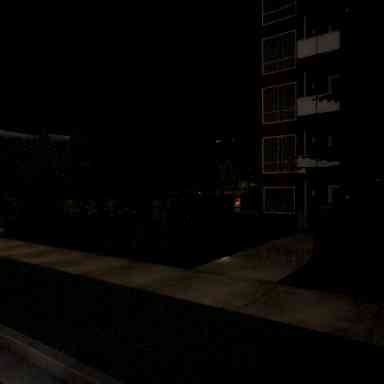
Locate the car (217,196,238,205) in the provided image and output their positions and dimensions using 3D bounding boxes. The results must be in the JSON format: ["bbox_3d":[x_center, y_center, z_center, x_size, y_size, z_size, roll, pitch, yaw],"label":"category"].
[{"bbox_3d":[6.473,1.526,60.134,1.812,1.442,4.674,0,0,36],"label":"car"}]

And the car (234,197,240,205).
[{"bbox_3d":[9.307,1.478,58.079,1.882,1.535,5.008,0,0,36],"label":"car"}]
